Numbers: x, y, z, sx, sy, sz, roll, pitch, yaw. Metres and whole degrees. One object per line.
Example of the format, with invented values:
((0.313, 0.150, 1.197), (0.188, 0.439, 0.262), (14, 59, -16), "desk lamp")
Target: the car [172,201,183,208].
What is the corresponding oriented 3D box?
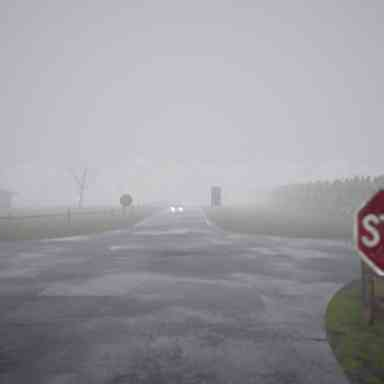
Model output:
((-2.808, 2.355, 64.063), (1.895, 1.301, 4.718), (0, -1, 0), "car")
